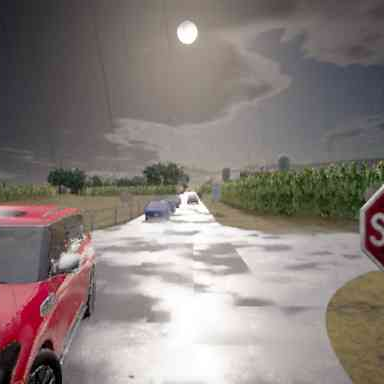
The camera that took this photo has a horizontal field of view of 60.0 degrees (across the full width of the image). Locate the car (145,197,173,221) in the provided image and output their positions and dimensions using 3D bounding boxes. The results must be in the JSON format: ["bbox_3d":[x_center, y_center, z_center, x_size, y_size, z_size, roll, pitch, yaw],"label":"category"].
[{"bbox_3d":[-2.791,1.465,27.677,1.882,1.535,5.008,0,0,-2],"label":"car"}]

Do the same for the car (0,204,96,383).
[{"bbox_3d":[-2.608,1.238,4.376,2.150,2.045,5.566,1,0,-9],"label":"car"}]

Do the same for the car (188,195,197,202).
[{"bbox_3d":[0.105,1.325,70.222,1.895,1.301,4.718,0,1,0],"label":"car"}]

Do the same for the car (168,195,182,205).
[{"bbox_3d":[-2.769,1.337,56.244,2.128,1.511,4.902,0,0,1],"label":"car"}]

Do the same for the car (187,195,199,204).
[{"bbox_3d":[0.125,1.357,58.032,1.812,1.442,4.674,0,0,0],"label":"car"}]

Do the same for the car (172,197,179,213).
[{"bbox_3d":[-2.830,1.554,36.990,1.895,1.301,4.718,0,0,0],"label":"car"}]

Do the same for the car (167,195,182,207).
[{"bbox_3d":[-2.815,1.263,45.975,2.097,1.767,4.553,0,0,0],"label":"car"}]
